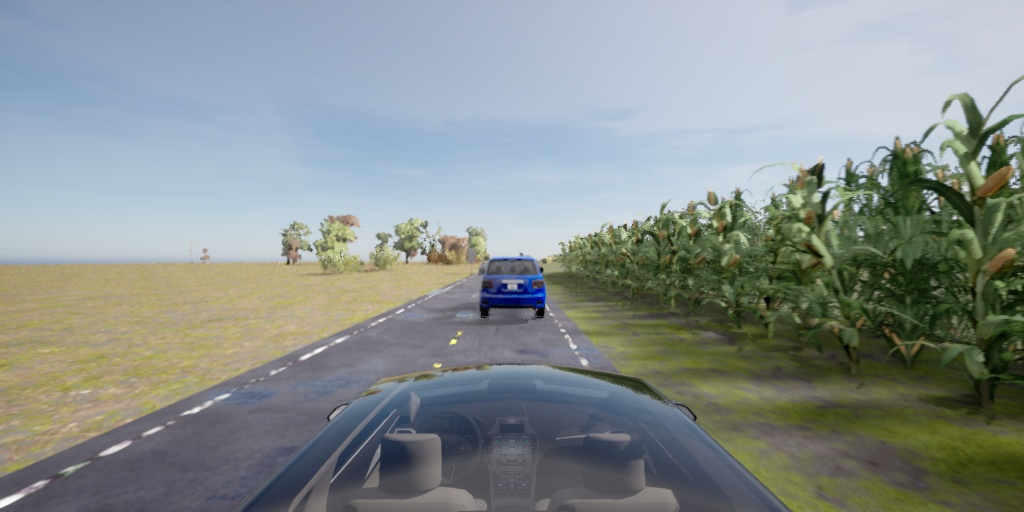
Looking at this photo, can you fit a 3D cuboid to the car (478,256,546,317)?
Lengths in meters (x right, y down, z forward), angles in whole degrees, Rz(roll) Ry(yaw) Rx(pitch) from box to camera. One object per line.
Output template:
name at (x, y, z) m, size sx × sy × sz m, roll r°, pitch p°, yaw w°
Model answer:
car at (0.038, 1.018, 13.435) m, size 2.150 × 2.045 × 5.566 m, roll 0°, pitch 0°, yaw 1°

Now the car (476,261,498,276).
car at (-2.790, 1.409, 41.391) m, size 2.128 × 1.511 × 4.902 m, roll 0°, pitch 0°, yaw 0°
